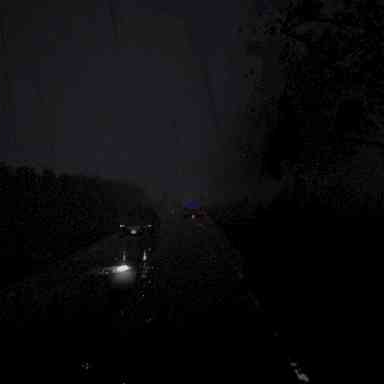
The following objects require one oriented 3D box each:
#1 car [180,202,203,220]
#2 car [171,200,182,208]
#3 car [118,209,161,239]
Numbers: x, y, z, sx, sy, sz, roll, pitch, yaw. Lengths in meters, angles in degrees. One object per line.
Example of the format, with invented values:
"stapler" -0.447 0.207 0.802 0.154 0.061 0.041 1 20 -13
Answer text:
"car" 0.113 1.979 32.714 1.895 1.301 4.718 0 -1 0
"car" -2.744 2.212 60.958 2.033 1.411 5.357 0 -1 1
"car" -2.842 1.713 18.683 2.128 1.511 4.902 0 -1 0
